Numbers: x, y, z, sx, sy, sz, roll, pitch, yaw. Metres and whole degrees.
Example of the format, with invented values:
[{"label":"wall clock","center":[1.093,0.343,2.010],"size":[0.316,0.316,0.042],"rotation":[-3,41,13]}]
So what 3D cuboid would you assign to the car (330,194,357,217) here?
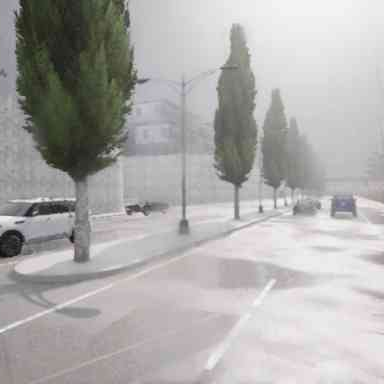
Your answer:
[{"label":"car","center":[14.513,1.212,31.940],"size":[2.150,2.045,5.566],"rotation":[0,0,24]}]

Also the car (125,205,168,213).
[{"label":"car","center":[-3.734,1.244,28.039],"size":[1.895,1.301,4.718],"rotation":[0,0,24]}]

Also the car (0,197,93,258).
[{"label":"car","center":[-6.470,1.257,13.498],"size":[2.150,2.045,5.566],"rotation":[0,0,24]}]

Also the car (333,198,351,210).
[{"label":"car","center":[19.540,1.554,43.306],"size":[1.994,1.385,4.181],"rotation":[0,0,24]}]

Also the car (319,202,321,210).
[{"label":"car","center":[15.917,1.603,43.788],"size":[1.895,1.301,4.718],"rotation":[0,0,24]}]

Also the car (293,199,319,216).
[{"label":"car","center":[11.319,1.567,33.383],"size":[1.994,1.385,4.181],"rotation":[0,0,24]}]
